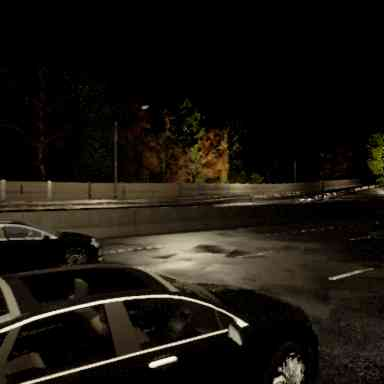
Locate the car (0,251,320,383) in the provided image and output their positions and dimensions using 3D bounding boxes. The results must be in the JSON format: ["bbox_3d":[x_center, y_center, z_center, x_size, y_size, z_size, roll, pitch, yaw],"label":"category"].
[{"bbox_3d":[-0.755,1.505,3.208,4.892,1.490,1.837,0,0,-36],"label":"car"}]

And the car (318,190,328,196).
[{"bbox_3d":[34.207,0.335,86.962,1.812,1.442,4.674,0,2,34],"label":"car"}]

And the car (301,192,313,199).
[{"bbox_3d":[25.602,0.797,73.685,1.812,1.442,4.674,0,1,32],"label":"car"}]

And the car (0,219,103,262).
[{"bbox_3d":[-4.862,1.492,8.874,4.902,1.511,2.128,0,0,-36],"label":"car"}]
